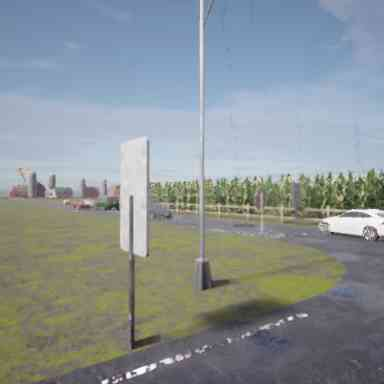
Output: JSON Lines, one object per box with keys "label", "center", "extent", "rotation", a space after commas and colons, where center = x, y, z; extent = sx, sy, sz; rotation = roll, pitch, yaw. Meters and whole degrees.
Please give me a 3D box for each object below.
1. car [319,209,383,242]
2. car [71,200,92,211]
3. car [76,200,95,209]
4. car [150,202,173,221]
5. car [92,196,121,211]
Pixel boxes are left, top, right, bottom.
{"label": "car", "center": [8.623, 1.590, 16.896], "extent": [1.812, 1.442, 4.674], "rotation": [1, -1, -21]}
{"label": "car", "center": [-16.406, 2.037, 49.176], "extent": [1.895, 1.301, 4.718], "rotation": [0, -1, -34]}
{"label": "car", "center": [-18.129, 2.036, 56.593], "extent": [1.812, 1.442, 4.674], "rotation": [0, -1, -34]}
{"label": "car", "center": [-3.522, 1.731, 30.240], "extent": [1.837, 1.490, 4.892], "rotation": [0, -1, -34]}
{"label": "car", "center": [-12.184, 1.636, 48.002], "extent": [2.150, 2.045, 5.566], "rotation": [0, -1, -34]}
